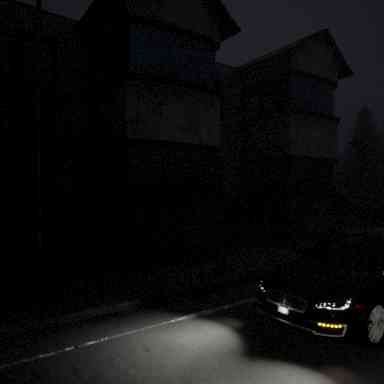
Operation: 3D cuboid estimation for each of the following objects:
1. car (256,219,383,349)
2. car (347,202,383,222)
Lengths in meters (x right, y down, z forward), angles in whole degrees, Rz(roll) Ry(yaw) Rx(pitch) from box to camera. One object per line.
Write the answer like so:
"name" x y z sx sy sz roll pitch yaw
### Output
"car" 3.341 1.504 6.358 4.892 1.490 1.837 0 0 -35
"car" 13.040 1.491 23.605 2.128 1.511 4.902 0 0 -35
